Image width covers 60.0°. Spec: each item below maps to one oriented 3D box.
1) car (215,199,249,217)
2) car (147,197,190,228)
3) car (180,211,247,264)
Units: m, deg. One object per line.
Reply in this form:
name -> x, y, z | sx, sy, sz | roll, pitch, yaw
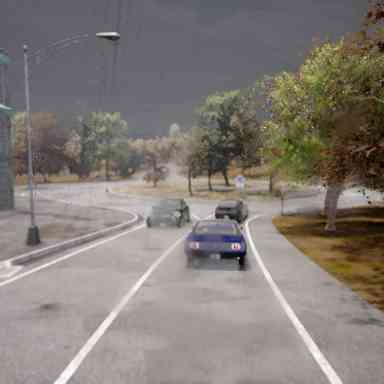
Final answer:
car -> 2.973, 1.254, 24.467 | 1.837, 1.490, 4.892 | 1, 4, 17
car -> -1.398, 1.231, 21.472 | 2.097, 1.767, 4.553 | 1, 2, 8
car -> 0.887, 1.610, 11.953 | 1.895, 1.301, 4.718 | 1, 0, 5
